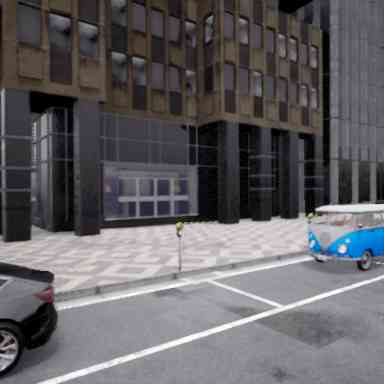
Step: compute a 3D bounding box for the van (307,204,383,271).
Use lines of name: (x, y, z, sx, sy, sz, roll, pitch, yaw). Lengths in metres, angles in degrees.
van: (5.327, 1.289, 10.447, 3.998, 1.788, 1.690, 0, 0, -35)

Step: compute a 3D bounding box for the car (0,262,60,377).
car: (-3.852, 1.570, 3.905, 4.313, 1.339, 1.947, 0, 0, -35)
